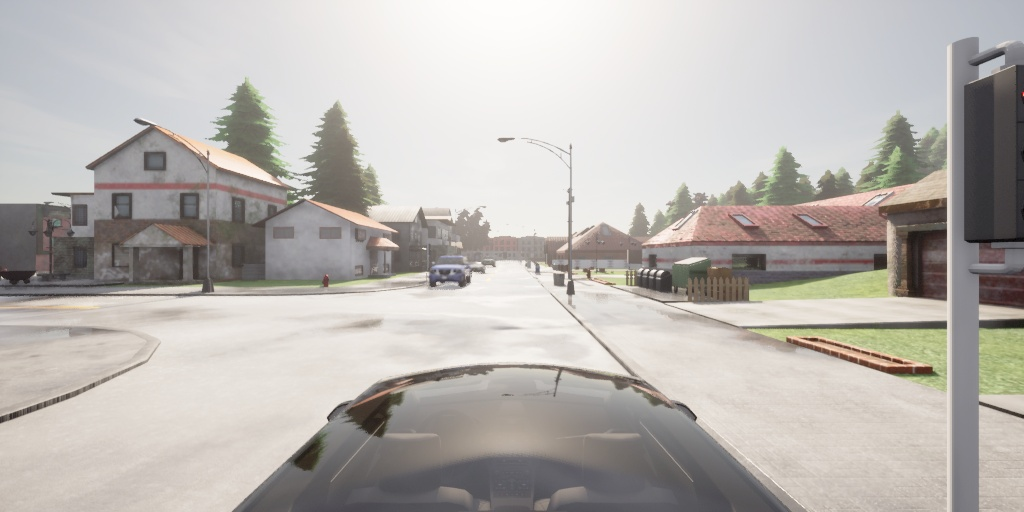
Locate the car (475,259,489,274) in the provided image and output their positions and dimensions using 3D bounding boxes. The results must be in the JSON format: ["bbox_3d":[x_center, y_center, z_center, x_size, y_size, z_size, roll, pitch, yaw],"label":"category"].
[{"bbox_3d":[-4.088,1.314,40.683,1.994,1.385,4.181,0,0,0],"label":"car"}]

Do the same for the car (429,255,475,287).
[{"bbox_3d":[-4.095,0.971,24.513,2.150,2.045,5.566,0,0,0],"label":"car"}]

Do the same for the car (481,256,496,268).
[{"bbox_3d":[-4.008,0.973,61.924,2.150,2.045,5.566,0,0,1],"label":"car"}]
